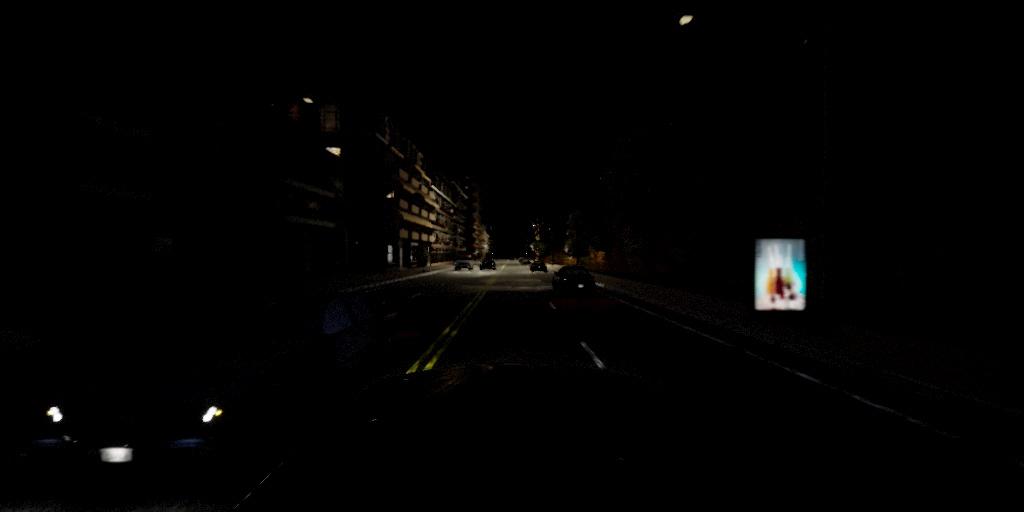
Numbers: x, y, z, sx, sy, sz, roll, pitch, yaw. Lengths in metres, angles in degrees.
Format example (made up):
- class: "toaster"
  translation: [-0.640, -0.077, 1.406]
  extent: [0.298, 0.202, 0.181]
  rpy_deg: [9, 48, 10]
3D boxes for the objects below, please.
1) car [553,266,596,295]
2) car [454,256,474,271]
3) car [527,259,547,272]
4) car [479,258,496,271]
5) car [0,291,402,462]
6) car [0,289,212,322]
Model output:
- class: "car"
  translation: [3.354, 1.276, 19.765]
  extent: [1.812, 1.442, 4.674]
  rpy_deg: [0, 0, 0]
- class: "car"
  translation: [-6.540, 0.974, 49.215]
  extent: [2.150, 2.045, 5.566]
  rpy_deg: [0, 0, 1]
- class: "car"
  translation: [3.358, 1.319, 46.204]
  extent: [1.994, 1.385, 4.181]
  rpy_deg: [0, 0, 0]
- class: "car"
  translation: [-3.291, 1.109, 49.452]
  extent: [2.097, 1.767, 4.553]
  rpy_deg: [0, 0, 1]
- class: "car"
  translation: [-3.349, 1.298, 5.697]
  extent: [2.033, 1.411, 5.357]
  rpy_deg: [0, 0, 0]
- class: "car"
  translation: [-6.600, 1.298, 6.099]
  extent: [2.033, 1.411, 5.357]
  rpy_deg: [0, 0, 0]
